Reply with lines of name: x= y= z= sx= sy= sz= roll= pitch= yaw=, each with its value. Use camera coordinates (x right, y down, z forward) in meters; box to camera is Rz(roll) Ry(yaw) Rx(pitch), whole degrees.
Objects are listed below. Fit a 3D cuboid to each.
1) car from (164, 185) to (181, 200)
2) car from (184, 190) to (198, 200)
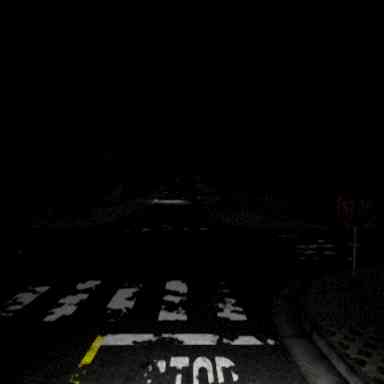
car: x=-2.913 y=0.041 z=50.700 sx=2.150 sy=2.045 sz=5.566 roll=0 pitch=2 yaw=0
car: x=-0.162 y=0.387 z=50.595 sx=1.994 sy=1.385 sz=4.181 roll=0 pitch=2 yaw=0
